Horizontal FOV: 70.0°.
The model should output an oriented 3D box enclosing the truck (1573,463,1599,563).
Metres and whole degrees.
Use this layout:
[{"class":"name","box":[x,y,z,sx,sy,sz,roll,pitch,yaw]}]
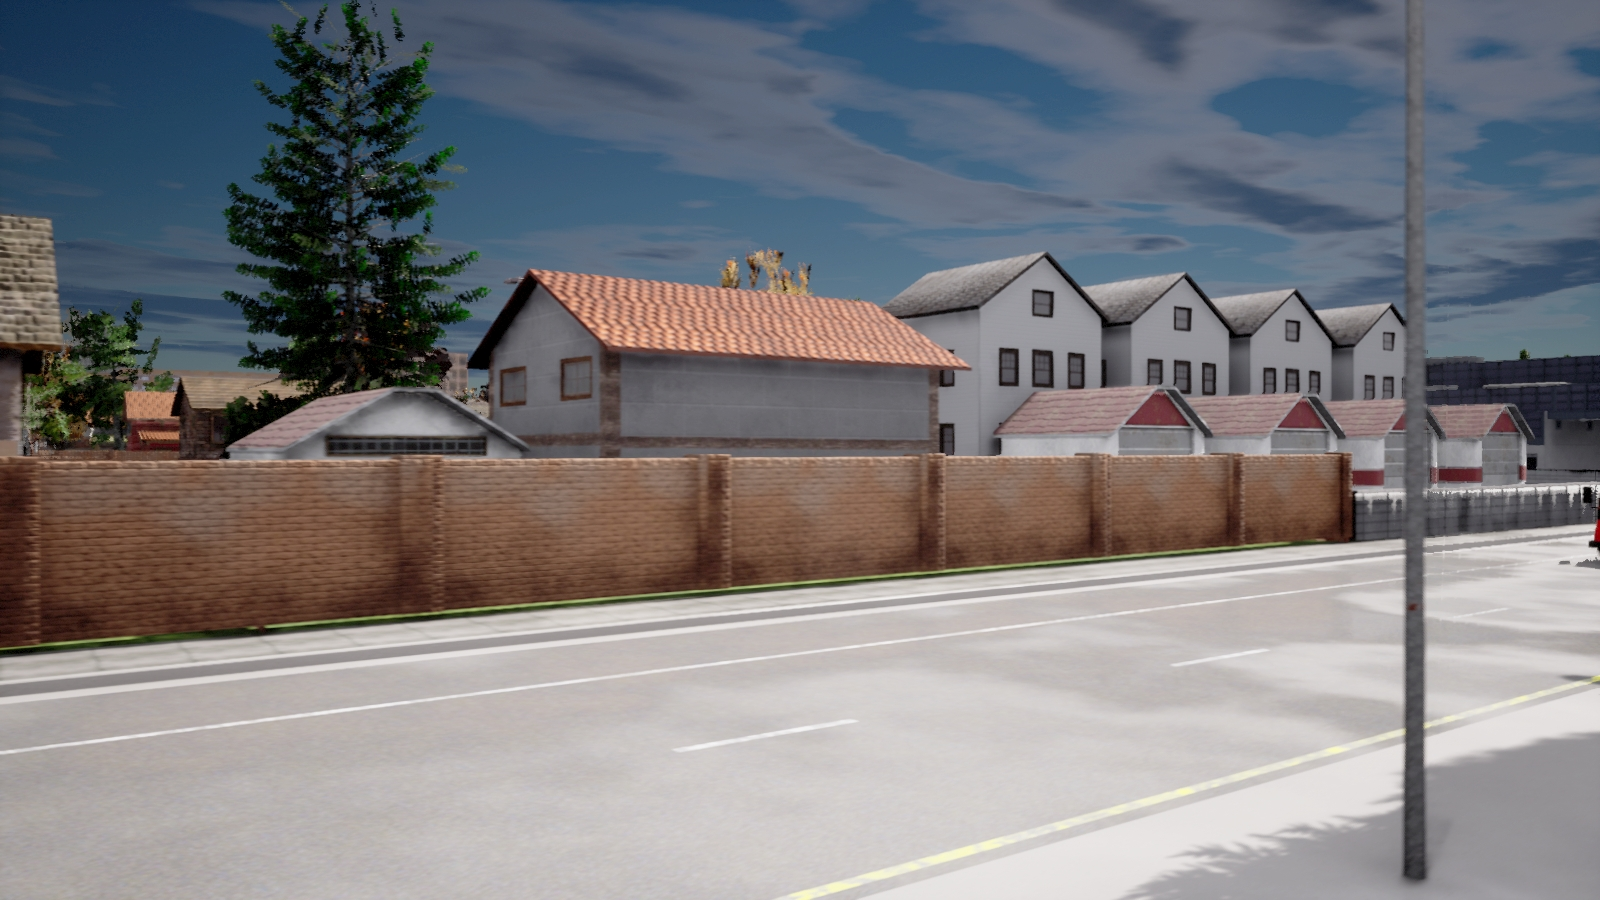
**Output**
[{"class":"truck","box":[22.342,1.568,29.186,5.204,2.467,2.627,0,0,-35]}]
